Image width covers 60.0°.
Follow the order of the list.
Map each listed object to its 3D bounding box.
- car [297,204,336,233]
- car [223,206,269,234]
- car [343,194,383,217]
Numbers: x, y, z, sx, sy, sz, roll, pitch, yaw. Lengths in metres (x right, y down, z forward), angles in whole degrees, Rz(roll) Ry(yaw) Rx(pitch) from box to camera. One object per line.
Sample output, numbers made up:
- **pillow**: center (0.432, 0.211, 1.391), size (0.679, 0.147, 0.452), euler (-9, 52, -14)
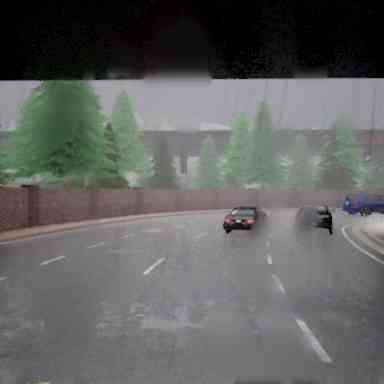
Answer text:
- **car**: center (7.361, 1.467, 19.710), size (2.128, 1.511, 4.902), euler (0, 0, 23)
- **car**: center (3.225, 1.522, 19.142), size (2.033, 1.411, 5.357), euler (0, 0, 20)
- **car**: center (16.962, 1.180, 30.942), size (5.566, 2.045, 2.150), euler (0, 0, -6)
